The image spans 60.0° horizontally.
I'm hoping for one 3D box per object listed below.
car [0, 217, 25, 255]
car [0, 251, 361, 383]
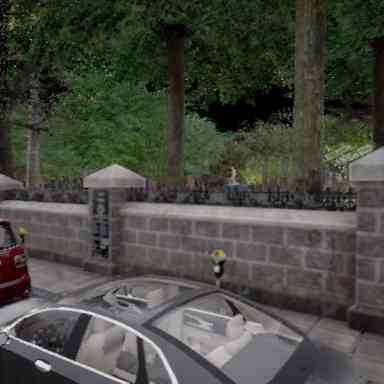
[{"bbox_3d":[-5.151,1.353,6.460,5.009,1.841,2.192,0,1,36],"label":"car"},{"bbox_3d":[-0.711,1.561,3.300,4.403,1.369,2.008,0,1,36],"label":"car"}]
